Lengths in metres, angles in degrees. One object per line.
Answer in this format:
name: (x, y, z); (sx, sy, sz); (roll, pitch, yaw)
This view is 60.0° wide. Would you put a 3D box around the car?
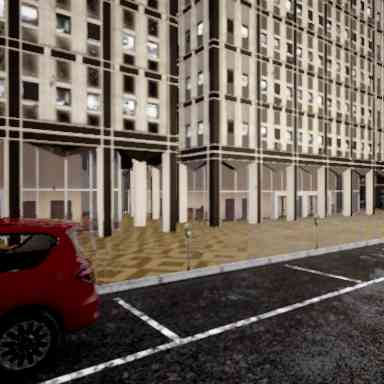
car: (-3.639, 1.315, 3.969); (5.009, 1.841, 2.192); (0, 0, -36)
